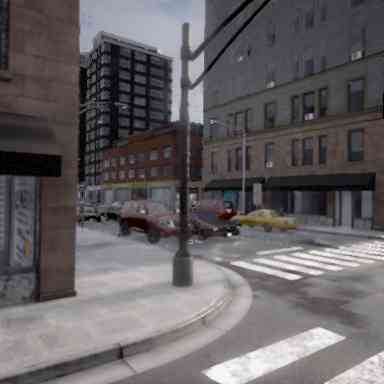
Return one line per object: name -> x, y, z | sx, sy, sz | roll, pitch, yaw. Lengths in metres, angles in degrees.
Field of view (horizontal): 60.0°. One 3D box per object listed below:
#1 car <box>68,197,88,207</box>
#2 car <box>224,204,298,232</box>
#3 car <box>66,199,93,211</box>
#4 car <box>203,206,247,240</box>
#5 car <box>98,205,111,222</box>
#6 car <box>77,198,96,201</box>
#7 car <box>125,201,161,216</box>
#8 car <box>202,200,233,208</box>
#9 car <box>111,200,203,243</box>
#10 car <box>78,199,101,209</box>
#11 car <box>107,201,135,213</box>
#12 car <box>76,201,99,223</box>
car -> -18.454, 1.612, 53.764 | 1.967, 1.590, 4.097 | 1, -1, -35
car -> 4.495, 1.734, 21.513 | 1.752, 1.417, 4.829 | 1, -1, -35
car -> -15.201, 1.685, 44.733 | 2.033, 1.411, 5.357 | 1, -1, -35
car -> 0.171, 1.664, 18.067 | 2.033, 1.411, 5.357 | 1, -1, -38
car -> -5.337, 1.710, 25.864 | 1.895, 1.301, 4.718 | 1, -1, -35
car -> -11.202, 1.578, 34.135 | 1.882, 1.535, 5.008 | 1, -1, -36
car -> -5.285, 1.739, 35.255 | 1.887, 1.381, 4.507 | 1, -1, -35
car -> 1.304, 1.519, 26.004 | 2.192, 1.841, 5.009 | 1, -1, -35
car -> -1.946, 1.389, 16.731 | 2.192, 1.841, 5.009 | 1, -1, -35
car -> -15.163, 1.722, 49.136 | 1.887, 1.381, 4.507 | 1, -1, -35
car -> -8.578, 1.771, 39.882 | 1.802, 1.307, 4.206 | 1, -1, -35
car -> -8.536, 1.630, 25.980 | 1.947, 1.339, 4.313 | 1, -1, -35
